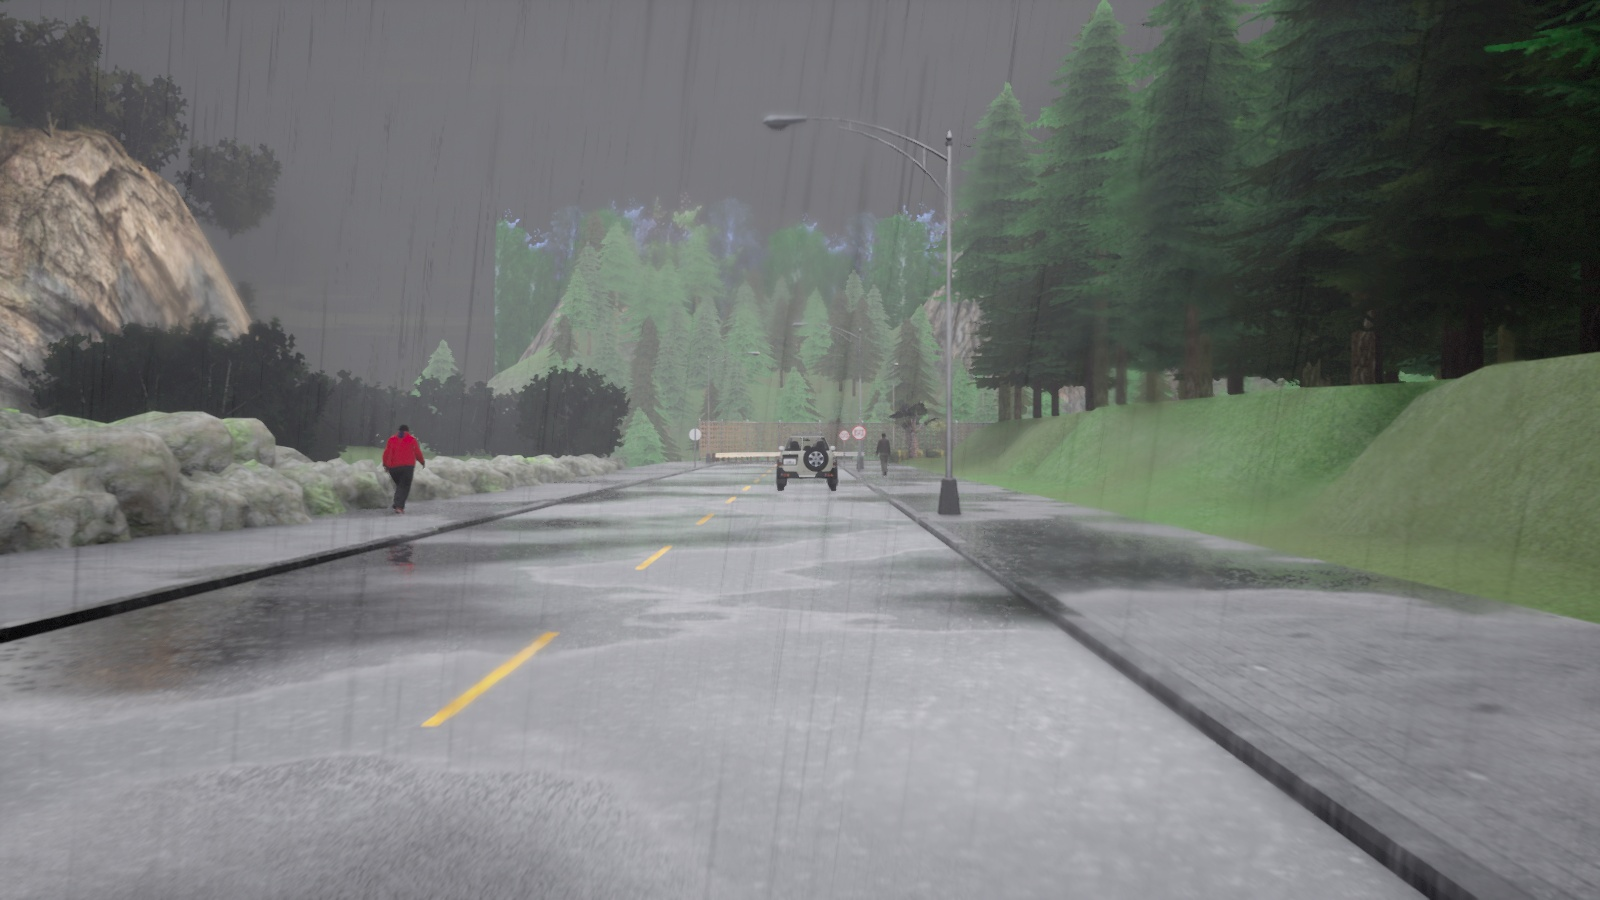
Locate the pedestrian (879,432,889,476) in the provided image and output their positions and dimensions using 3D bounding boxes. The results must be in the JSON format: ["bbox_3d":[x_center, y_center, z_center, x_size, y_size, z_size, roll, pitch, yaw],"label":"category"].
[{"bbox_3d":[3.573,0.159,53.350,0.431,1.840,0.703,0,0,3],"label":"pedestrian"}]

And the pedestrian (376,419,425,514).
[{"bbox_3d":[-7.855,0.311,24.722,0.634,1.844,0.899,0,0,3],"label":"pedestrian"}]

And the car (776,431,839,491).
[{"bbox_3d":[0.232,0.332,40.890,1.932,1.855,4.605,0,0,0],"label":"car"}]
